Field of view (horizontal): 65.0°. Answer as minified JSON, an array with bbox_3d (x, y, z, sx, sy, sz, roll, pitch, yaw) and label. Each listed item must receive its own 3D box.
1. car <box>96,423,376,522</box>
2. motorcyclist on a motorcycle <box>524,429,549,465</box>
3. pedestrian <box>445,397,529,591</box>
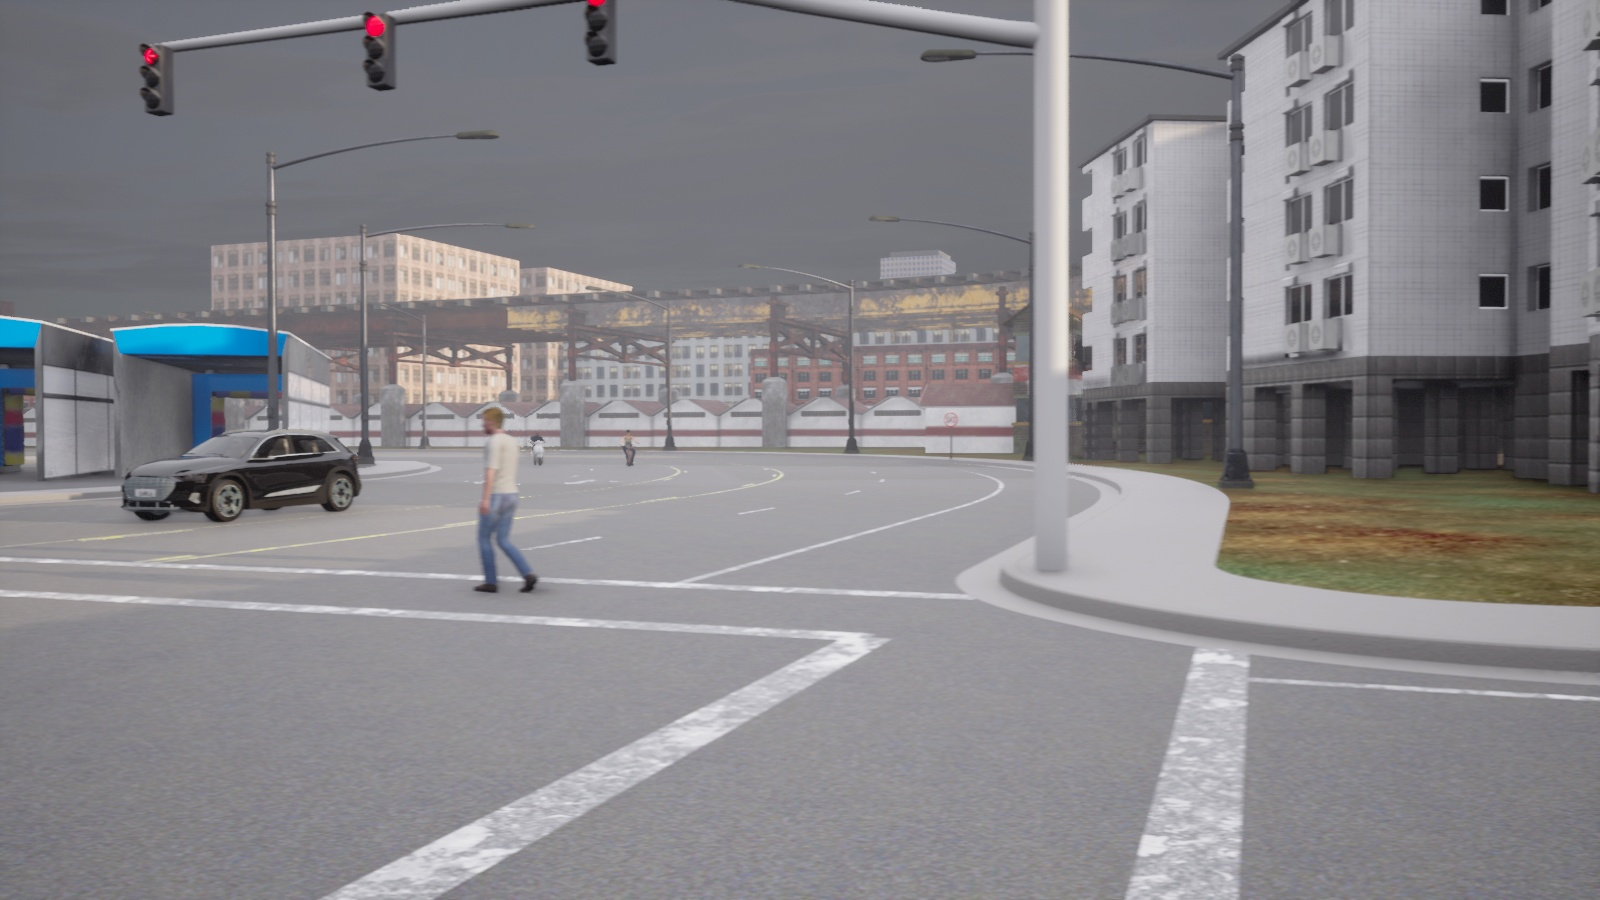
[{"bbox_3d":[-10.424,0.338,23.707,2.033,1.649,4.856,1,1,20],"label":"car"},{"bbox_3d":[-11.758,-0.161,56.002,0.866,1.590,1.817,-1,1,-20],"label":"motorcyclist on a motorcycle"},{"bbox_3d":[-3.030,0.416,12.154,0.706,1.836,0.354,0,1,16],"label":"pedestrian"}]
